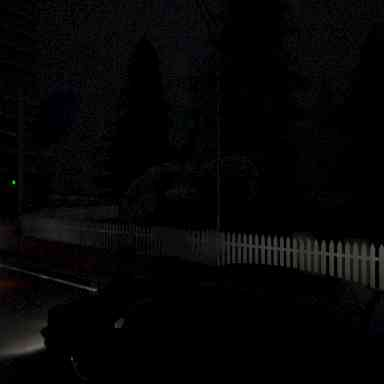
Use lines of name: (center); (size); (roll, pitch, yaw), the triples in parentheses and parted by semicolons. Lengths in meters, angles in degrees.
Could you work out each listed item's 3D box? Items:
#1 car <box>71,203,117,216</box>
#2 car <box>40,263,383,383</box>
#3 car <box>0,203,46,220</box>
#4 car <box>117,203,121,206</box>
car: (-9.483, 1.470, 31.402); (1.812, 1.442, 4.674); (0, 0, 21)
car: (0.622, 1.547, 3.550); (5.357, 1.411, 2.033); (0, 0, 36)
car: (-14.723, 1.545, 27.983); (1.895, 1.301, 4.718); (0, 0, 27)
car: (-10.392, 1.296, 50.353); (2.097, 1.767, 4.553); (0, 0, -3)
